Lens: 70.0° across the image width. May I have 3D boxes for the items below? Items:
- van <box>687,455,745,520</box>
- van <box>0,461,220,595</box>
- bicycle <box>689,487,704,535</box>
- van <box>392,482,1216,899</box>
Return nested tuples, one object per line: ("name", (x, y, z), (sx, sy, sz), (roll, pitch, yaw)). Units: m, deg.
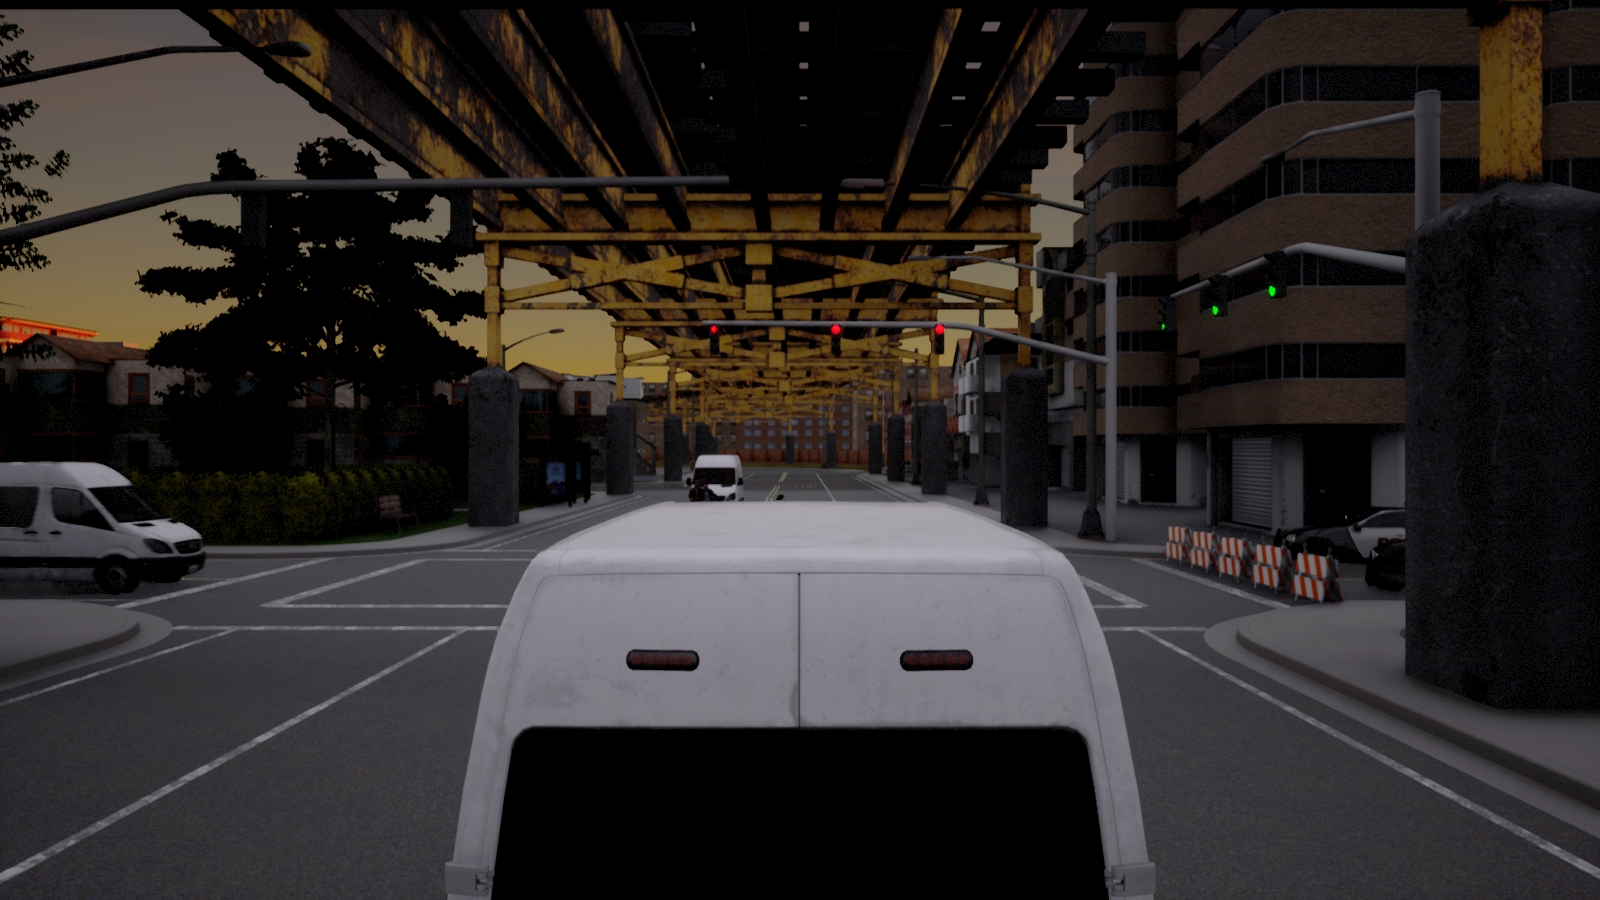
("van", (-3.456, 1.497, 48.057), (1.988, 2.561, 5.915), (0, 0, 0))
("van", (-15.135, 1.516, 22.965), (5.915, 2.561, 1.988), (0, 0, -1))
("bicycle", (-3.463, 2.018, 38.264), (0.329, 1.496, 1.835), (0, 0, 1))
("van", (0.015, 1.529, 5.717), (1.988, 2.561, 5.915), (0, 0, 0))
